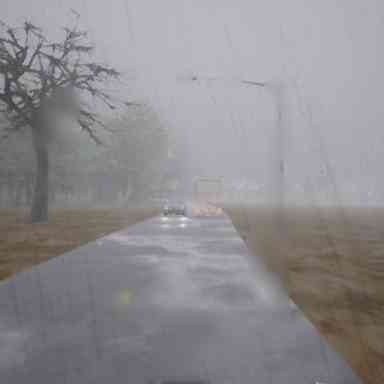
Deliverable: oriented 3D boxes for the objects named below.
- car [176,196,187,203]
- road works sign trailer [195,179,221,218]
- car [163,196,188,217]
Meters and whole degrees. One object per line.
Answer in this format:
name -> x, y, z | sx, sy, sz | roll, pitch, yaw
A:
car -> -2.453, 1.700, 74.371 | 2.128, 1.511, 4.902 | 0, 0, -6
road works sign trailer -> 1.545, 0.579, 31.743 | 2.380, 3.560, 2.880 | 0, 0, 2
car -> -1.582, 1.464, 33.166 | 2.097, 1.767, 4.553 | 0, 0, 3
